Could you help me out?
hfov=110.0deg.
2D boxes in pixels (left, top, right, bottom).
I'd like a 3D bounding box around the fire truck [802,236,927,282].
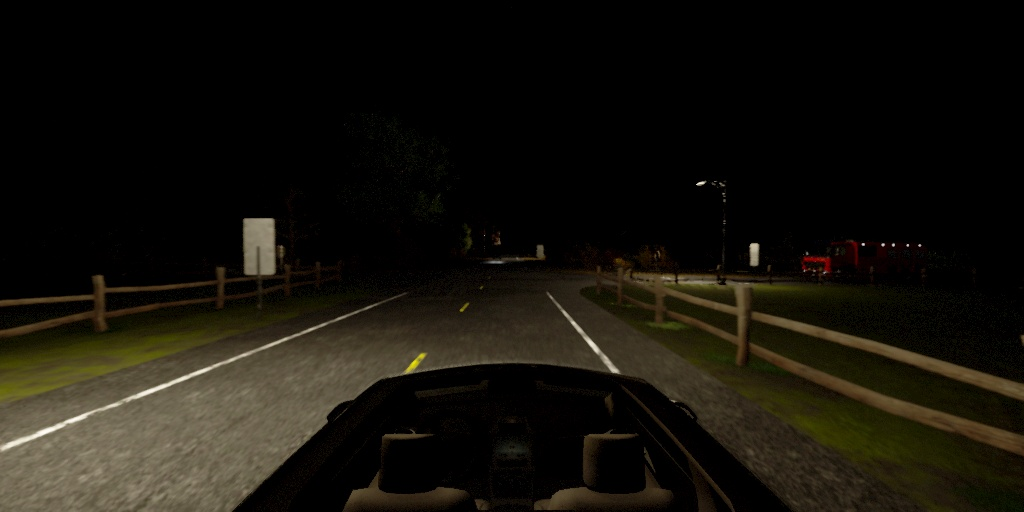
[{"bbox_3d":[30.510,0.263,31.265,8.468,3.827,2.891,1,1,0],"label":"fire truck"}]
